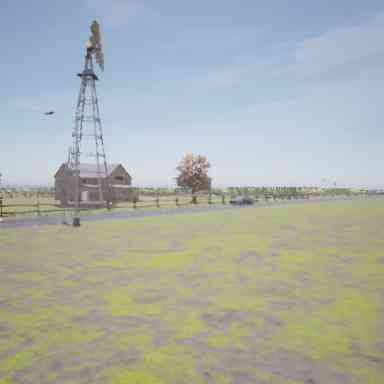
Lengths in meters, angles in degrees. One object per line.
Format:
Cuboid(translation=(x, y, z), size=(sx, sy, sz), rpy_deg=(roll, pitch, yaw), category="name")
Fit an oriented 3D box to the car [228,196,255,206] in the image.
Cuboid(translation=(7.741, 1.308, 51.463), size=(2.033, 1.411, 5.357), rpy_deg=(1, 1, 39), category="car")
